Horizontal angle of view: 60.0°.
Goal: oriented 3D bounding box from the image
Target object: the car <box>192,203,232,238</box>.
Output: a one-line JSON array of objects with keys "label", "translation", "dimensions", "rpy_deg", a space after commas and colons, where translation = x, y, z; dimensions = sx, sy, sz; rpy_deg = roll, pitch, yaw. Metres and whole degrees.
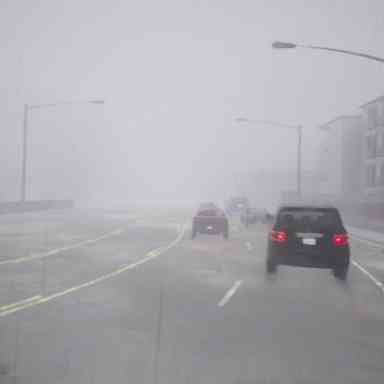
[{"label": "car", "translation": [1.039, 1.617, 18.794], "dimensions": [1.882, 1.535, 5.008], "rpy_deg": [1, 0, 4]}]

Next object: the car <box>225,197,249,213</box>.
[{"label": "car", "translation": [4.930, 1.562, 36.467], "dimensions": [2.150, 2.045, 5.566], "rpy_deg": [1, 0, 1]}]

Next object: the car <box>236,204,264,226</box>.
[{"label": "car", "translation": [4.780, 1.868, 25.338], "dimensions": [1.895, 1.301, 4.718], "rpy_deg": [1, 0, 2]}]

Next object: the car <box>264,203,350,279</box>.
[{"label": "car", "translation": [3.623, 1.374, 11.013], "dimensions": [2.150, 2.045, 5.566], "rpy_deg": [1, 0, 14]}]
